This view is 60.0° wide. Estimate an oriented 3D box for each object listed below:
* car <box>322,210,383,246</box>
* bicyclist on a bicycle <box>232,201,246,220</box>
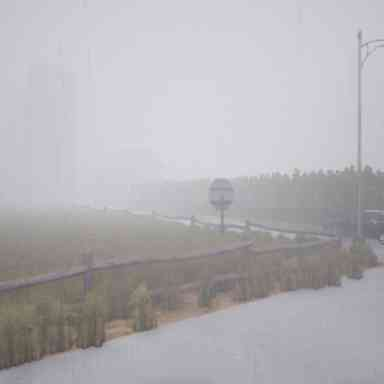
[{"bbox_3d":[8.657,1.657,16.242,1.837,1.490,4.892,2,-2,-28],"label":"car"},{"bbox_3d":[4.071,1.587,28.764,1.656,1.620,0.582,0,0,-36],"label":"bicyclist on a bicycle"}]
